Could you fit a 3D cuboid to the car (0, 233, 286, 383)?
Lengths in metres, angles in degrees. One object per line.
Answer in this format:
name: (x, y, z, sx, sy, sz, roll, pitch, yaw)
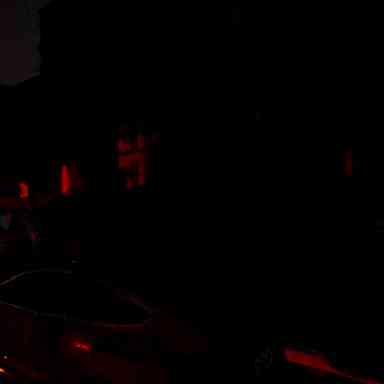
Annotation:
car: (-1.286, 1.522, 4.234, 4.792, 1.488, 2.163, 0, 0, 35)
